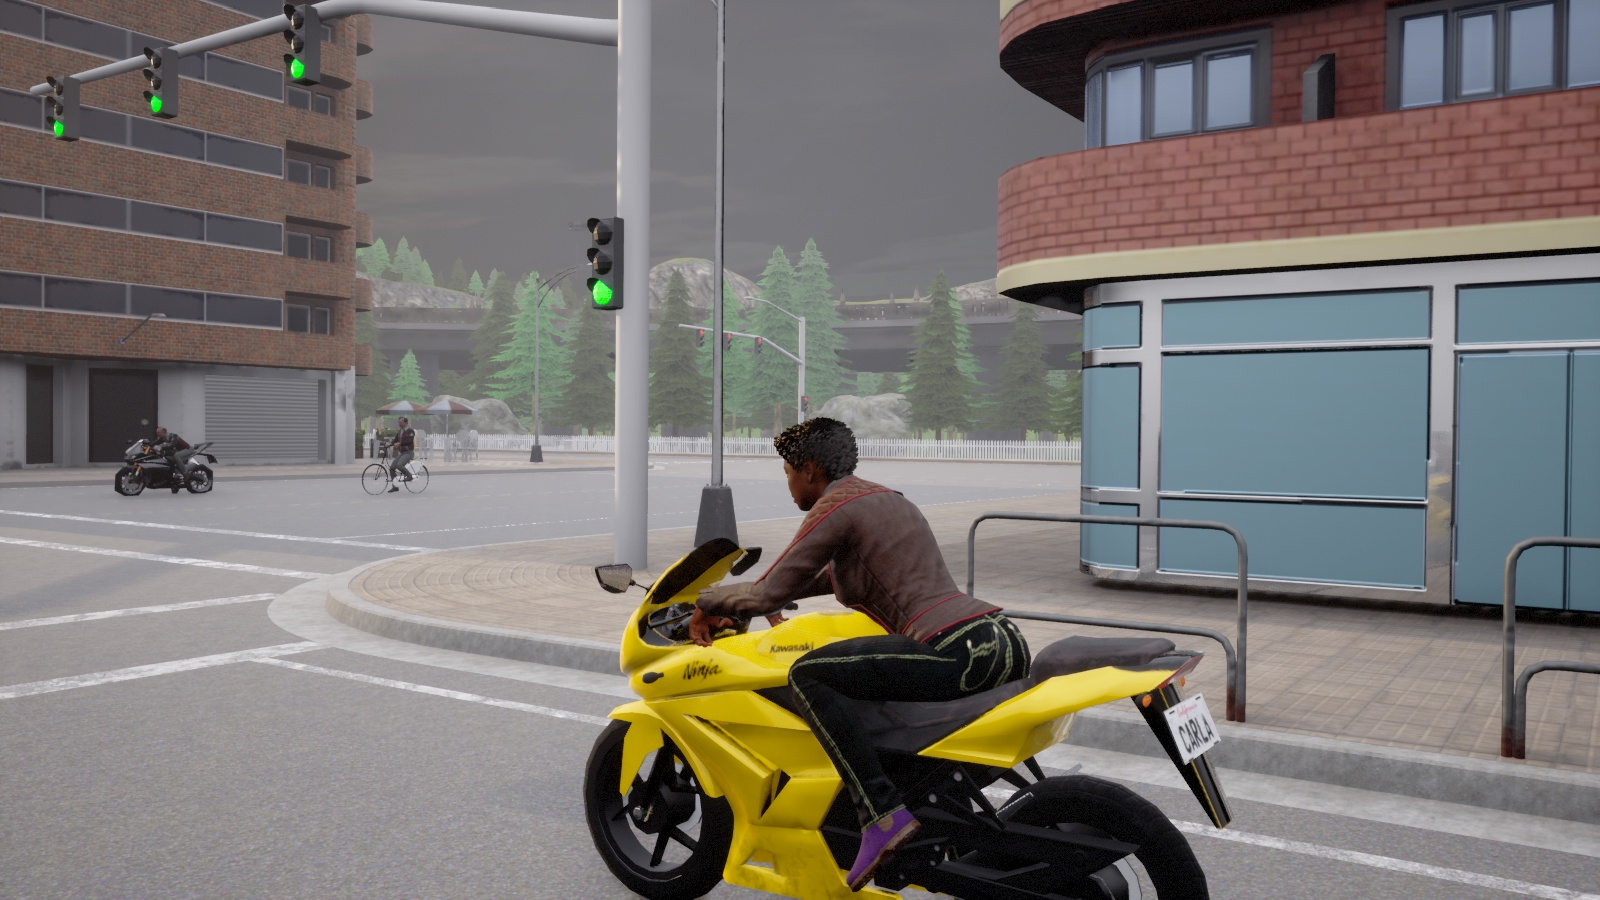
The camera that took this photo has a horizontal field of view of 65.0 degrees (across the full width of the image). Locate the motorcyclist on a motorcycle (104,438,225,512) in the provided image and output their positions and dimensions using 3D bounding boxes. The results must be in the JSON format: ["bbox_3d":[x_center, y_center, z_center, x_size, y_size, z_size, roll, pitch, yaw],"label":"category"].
[{"bbox_3d":[-13.873,0.517,27.482,0.866,1.530,2.191,0,1,34],"label":"motorcyclist on a motorcycle"}]

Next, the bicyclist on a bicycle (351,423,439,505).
[{"bbox_3d":[-9.107,0.298,28.300,0.659,1.776,1.843,0,1,34],"label":"bicyclist on a bicycle"}]

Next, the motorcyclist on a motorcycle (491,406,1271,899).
[{"bbox_3d":[0.158,0.664,3.519,2.044,1.523,0.797,0,1,34],"label":"motorcyclist on a motorcycle"}]
